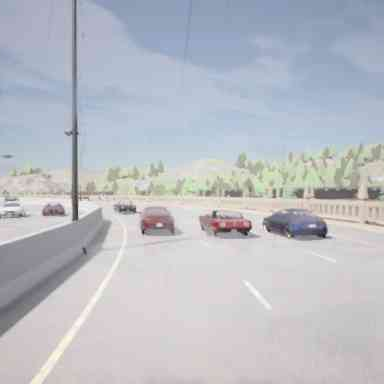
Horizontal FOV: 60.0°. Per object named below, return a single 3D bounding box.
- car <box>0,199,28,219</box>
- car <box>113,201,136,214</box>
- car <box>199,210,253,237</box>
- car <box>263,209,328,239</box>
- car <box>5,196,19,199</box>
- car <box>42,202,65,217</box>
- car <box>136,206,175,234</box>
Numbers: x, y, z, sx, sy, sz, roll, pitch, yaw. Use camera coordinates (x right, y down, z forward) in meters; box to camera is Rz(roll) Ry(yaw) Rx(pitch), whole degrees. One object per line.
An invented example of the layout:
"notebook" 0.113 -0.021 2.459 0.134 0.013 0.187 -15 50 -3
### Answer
"car" -16.572 1.639 30.911 1.812 1.442 4.674 0 0 -21
"car" -7.654 1.685 37.485 1.895 1.301 4.718 0 0 -22
"car" 1.660 1.620 18.389 1.895 1.301 4.718 0 0 -10
"car" 5.301 1.566 17.555 1.994 1.385 4.181 0 0 -10
"car" -36.795 1.557 68.066 2.033 1.411 5.357 0 0 -42
"car" -13.440 1.666 32.496 1.994 1.385 4.181 0 0 -21
"car" -2.156 1.562 19.564 1.812 1.442 4.674 0 0 -11
